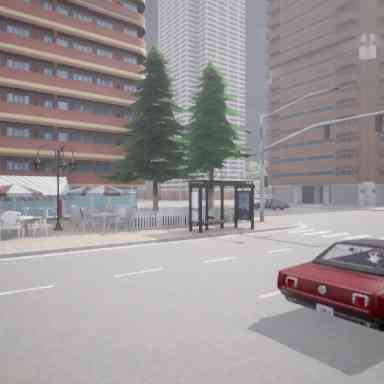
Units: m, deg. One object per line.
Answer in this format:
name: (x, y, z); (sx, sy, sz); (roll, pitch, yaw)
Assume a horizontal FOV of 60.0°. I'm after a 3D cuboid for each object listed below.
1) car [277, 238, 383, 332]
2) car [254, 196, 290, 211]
car: (3.931, 1.601, 6.613); (4.718, 1.301, 1.895); (0, 0, -36)
car: (9.970, 1.603, 42.743); (2.033, 1.411, 5.357); (0, 0, -36)
